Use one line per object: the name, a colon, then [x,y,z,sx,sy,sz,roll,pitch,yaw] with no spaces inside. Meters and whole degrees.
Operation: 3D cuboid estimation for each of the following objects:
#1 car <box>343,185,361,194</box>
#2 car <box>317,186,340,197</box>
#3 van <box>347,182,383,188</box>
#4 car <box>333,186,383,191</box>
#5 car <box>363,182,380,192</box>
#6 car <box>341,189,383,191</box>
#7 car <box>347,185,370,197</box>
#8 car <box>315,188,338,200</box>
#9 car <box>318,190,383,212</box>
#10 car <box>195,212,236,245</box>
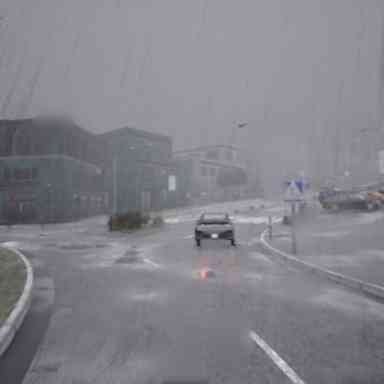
car: [30.103,-0.516,62.629,1.994,1.385,4.181,-4,1,39]
car: [17.773,0.293,42.221,2.150,2.045,5.566,-4,1,39]
van: [20.346,0.192,37.457,4.442,1.987,1.878,-3,1,19]
car: [18.152,0.599,35.200,5.366,1.575,1.946,-3,1,19]
car: [33.170,-0.908,61.269,1.812,1.442,4.674,-4,1,39]
car: [16.410,0.801,32.782,4.674,1.452,2.002,-3,1,19]
car: [26.825,-0.234,53.476,2.128,1.511,4.902,-4,1,39]
car: [20.607,0.292,50.820,1.812,1.442,4.674,-4,1,39]
car: [14.480,0.931,30.434,4.892,1.521,2.231,-3,1,19]
car: [1.232,1.780,16.994,2.128,1.511,4.902,-2,-2,6]
